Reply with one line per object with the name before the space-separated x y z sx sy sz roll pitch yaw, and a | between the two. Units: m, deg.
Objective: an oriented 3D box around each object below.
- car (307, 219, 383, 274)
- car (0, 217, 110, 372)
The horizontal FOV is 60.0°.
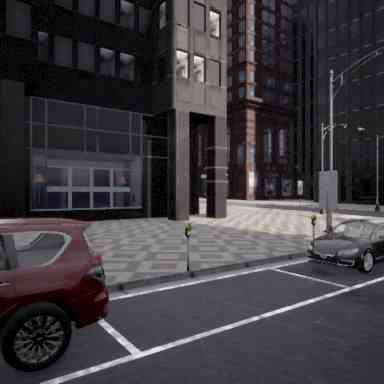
car | 5.435 1.551 10.524 4.403 1.369 2.008 0 0 -36
car | -3.541 1.315 4.121 5.009 1.841 2.192 0 0 -36
